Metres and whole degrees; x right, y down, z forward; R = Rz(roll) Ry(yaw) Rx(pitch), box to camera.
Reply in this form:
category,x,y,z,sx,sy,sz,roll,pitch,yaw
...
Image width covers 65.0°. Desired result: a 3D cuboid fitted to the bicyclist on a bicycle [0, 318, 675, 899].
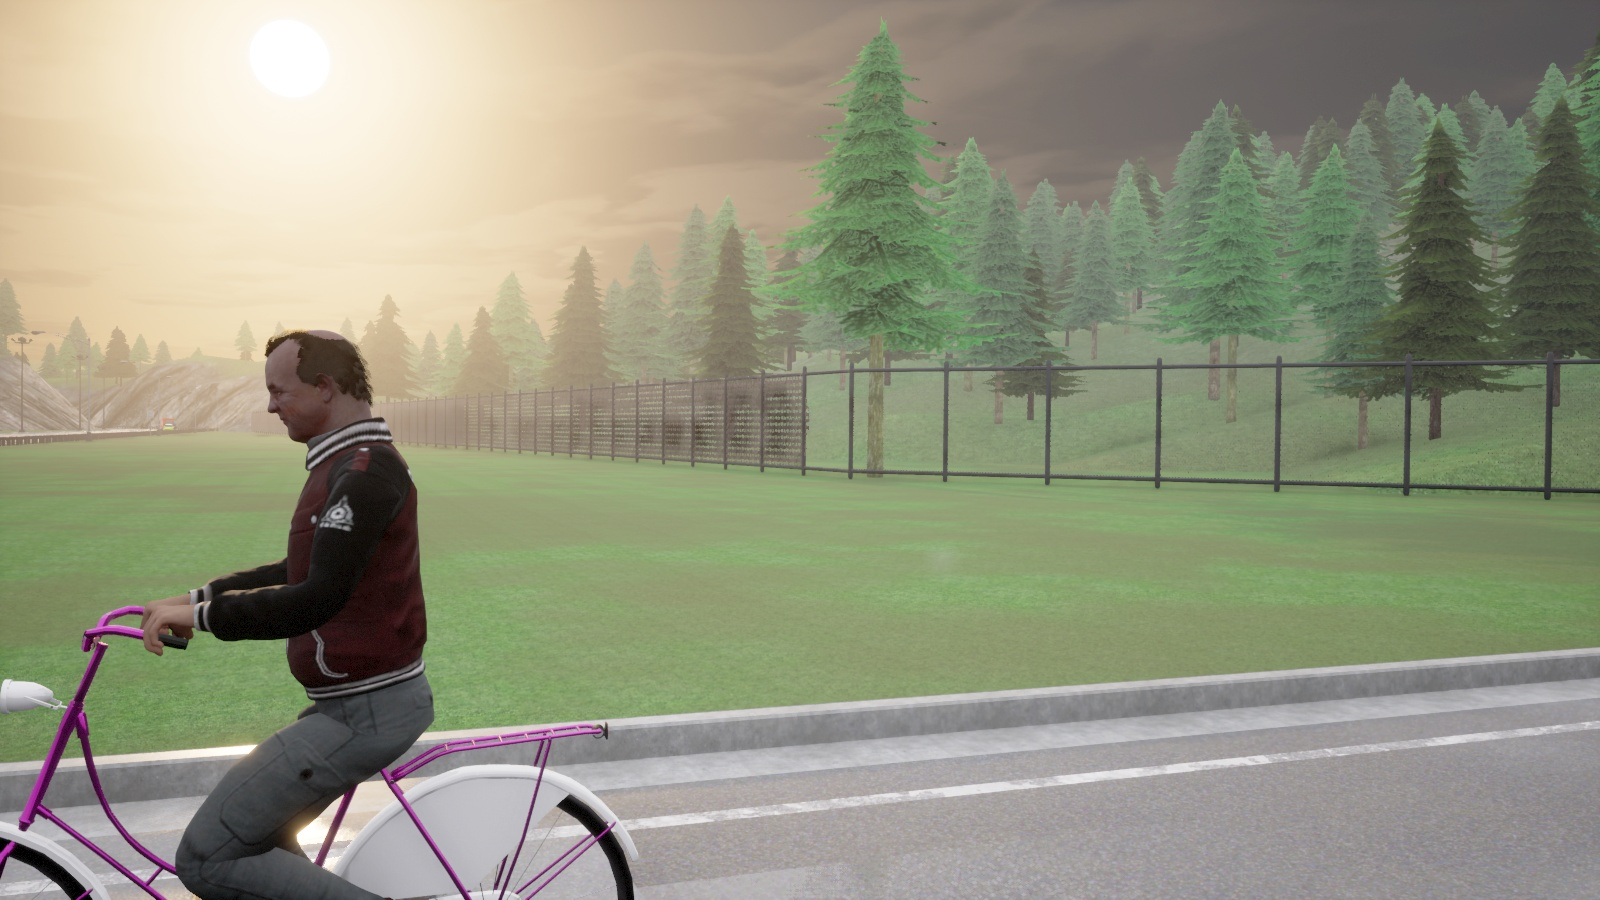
category,x,y,z,sx,sy,sz,roll,pitch,yaw
bicyclist on a bicycle,-1.259,0.637,2.760,1.843,1.776,0.659,-1,1,-21
